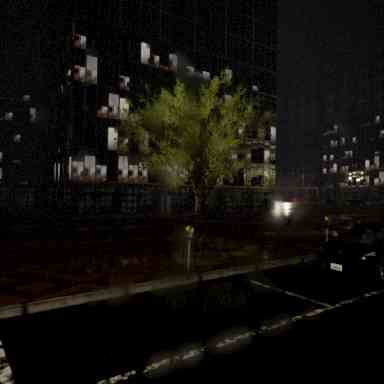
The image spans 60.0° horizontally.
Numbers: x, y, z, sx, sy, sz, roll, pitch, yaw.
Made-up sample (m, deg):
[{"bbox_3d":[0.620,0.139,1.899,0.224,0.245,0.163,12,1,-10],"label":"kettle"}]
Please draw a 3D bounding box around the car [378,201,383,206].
[{"bbox_3d":[36.966,1.888,62.171,1.752,1.417,4.829,1,-1,-20],"label":"car"}]

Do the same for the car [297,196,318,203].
[{"bbox_3d":[29.323,1.819,83.024,2.192,1.841,5.009,1,-1,-20],"label":"car"}]

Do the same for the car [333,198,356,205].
[{"bbox_3d":[33.172,1.983,72.516,2.008,1.369,4.403,1,-1,-20],"label":"car"}]

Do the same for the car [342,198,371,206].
[{"bbox_3d":[29.632,1.762,59.285,2.008,1.369,4.403,1,-1,-20],"label":"car"}]

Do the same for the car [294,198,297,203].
[{"bbox_3d":[27.393,2.121,88.273,1.802,1.307,4.206,1,-1,-20],"label":"car"}]

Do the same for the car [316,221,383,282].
[{"bbox_3d":[5.555,1.574,9.817,4.313,1.339,1.947,0,1,-34],"label":"car"}]

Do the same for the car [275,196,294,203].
[{"bbox_3d":[21.932,1.793,80.287,1.967,1.590,4.097,1,-1,-20],"label":"car"}]

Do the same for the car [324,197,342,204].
[{"bbox_3d":[27.708,1.687,64.537,1.967,1.590,4.097,1,-1,-20],"label":"car"}]
